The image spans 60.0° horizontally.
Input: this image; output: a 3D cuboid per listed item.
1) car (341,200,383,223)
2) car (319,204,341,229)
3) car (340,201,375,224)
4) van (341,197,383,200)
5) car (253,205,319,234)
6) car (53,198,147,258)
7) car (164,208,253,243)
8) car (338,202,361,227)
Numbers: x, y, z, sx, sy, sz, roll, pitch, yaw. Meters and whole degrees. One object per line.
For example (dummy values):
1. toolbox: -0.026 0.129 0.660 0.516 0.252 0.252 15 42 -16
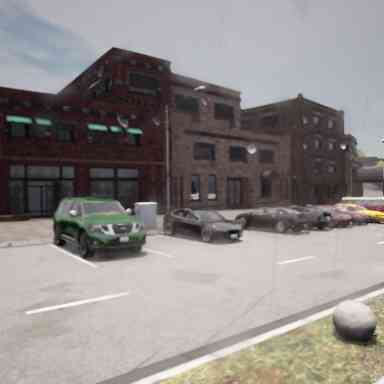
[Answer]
1. car: 13.155 1.679 27.243 1.946 1.575 5.366 1 -1 -42
2. car: 6.831 1.652 22.034 2.163 1.488 4.792 1 -1 -40
3. car: 10.988 1.705 25.573 2.002 1.452 4.674 1 -1 -41
4. van: 14.979 1.474 29.303 1.878 1.987 4.442 0 0 -42
5. car: 4.755 1.600 20.258 2.231 1.521 4.892 1 -1 -39
6. car: -3.910 1.259 13.397 2.435 2.045 5.566 0 0 -36
7. car: 0.420 1.575 16.730 2.163 1.488 4.792 1 0 -38
8. car: 8.947 1.674 23.758 2.163 1.488 4.792 1 -1 -40
